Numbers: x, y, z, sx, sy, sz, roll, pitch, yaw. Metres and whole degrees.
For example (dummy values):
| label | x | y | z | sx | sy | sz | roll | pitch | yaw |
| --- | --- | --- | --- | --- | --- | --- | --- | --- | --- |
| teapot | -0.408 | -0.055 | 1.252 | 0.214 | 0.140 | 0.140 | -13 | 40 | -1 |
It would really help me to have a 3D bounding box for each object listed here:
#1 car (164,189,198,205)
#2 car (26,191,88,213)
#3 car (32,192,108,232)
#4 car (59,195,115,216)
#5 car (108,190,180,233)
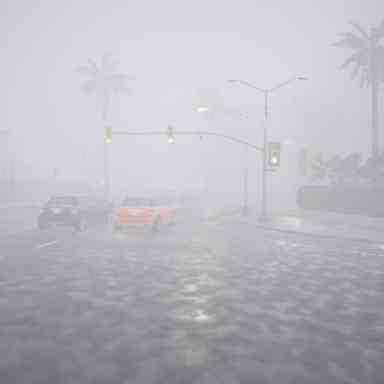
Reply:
| label | x | y | z | sx | sy | sz | roll | pitch | yaw |
| --- | --- | --- | --- | --- | --- | --- | --- | --- | --- |
| car | -1.100 | 0.688 | 39.811 | 1.812 | 1.442 | 4.674 | 2 | 1 | 36 |
| car | -10.859 | 0.756 | 27.233 | 2.128 | 1.511 | 4.902 | 1 | 2 | 16 |
| car | -5.772 | 0.904 | 17.125 | 2.097 | 1.767 | 4.553 | 1 | 1 | 9 |
| car | -7.811 | 0.954 | 25.328 | 1.895 | 1.301 | 4.718 | 1 | 1 | 14 |
| car | -2.233 | 0.960 | 17.064 | 2.097 | 1.767 | 4.553 | 1 | 1 | 9 |
